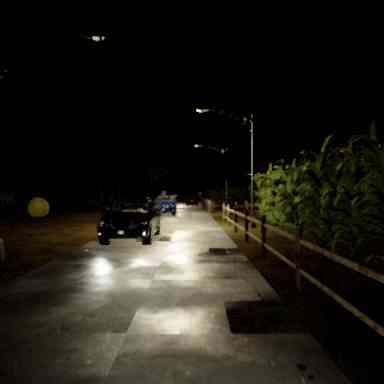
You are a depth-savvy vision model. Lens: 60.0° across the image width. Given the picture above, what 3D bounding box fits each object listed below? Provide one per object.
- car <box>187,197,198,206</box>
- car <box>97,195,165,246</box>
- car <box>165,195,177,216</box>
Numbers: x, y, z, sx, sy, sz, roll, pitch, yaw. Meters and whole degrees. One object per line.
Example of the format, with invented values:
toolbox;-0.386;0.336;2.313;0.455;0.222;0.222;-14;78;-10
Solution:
car;0.061;1.757;61.700;2.097;1.767;4.553;0;-1;0
car;-2.788;1.265;15.937;2.150;2.045;5.566;0;0;1
car;-2.717;1.355;34.546;2.150;2.045;5.566;0;-1;0
